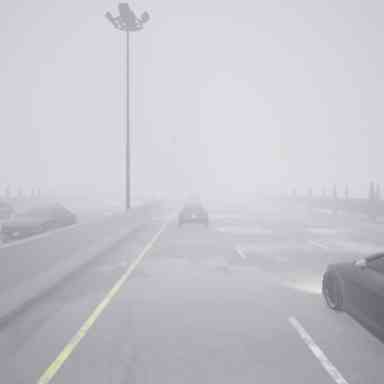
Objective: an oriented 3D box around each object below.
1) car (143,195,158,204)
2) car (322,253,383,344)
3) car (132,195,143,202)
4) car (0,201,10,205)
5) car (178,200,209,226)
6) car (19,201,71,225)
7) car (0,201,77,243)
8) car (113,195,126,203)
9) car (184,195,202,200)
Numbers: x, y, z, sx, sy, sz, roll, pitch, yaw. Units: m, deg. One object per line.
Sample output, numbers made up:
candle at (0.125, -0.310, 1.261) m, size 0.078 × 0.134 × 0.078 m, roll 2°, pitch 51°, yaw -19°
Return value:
car at (-7.053, 1.268, 59.137) m, size 1.837 × 1.490 × 4.892 m, roll 0°, pitch 0°, yaw 1°
car at (3.587, 1.543, 4.993) m, size 1.994 × 1.385 × 4.181 m, roll 0°, pitch 0°, yaw 0°
car at (-10.524, 1.298, 65.234) m, size 1.994 × 1.385 × 4.181 m, roll 0°, pitch 0°, yaw 0°
car at (-14.103, 1.414, 23.126) m, size 1.837 × 1.490 × 4.892 m, roll 0°, pitch 0°, yaw 0°
car at (0.095, 1.472, 22.704) m, size 1.994 × 1.385 × 4.181 m, roll 0°, pitch 0°, yaw 0°
car at (-10.603, 1.429, 24.411) m, size 1.812 × 1.442 × 4.674 m, roll 0°, pitch 0°, yaw 0°
car at (-7.103, 1.415, 15.920) m, size 1.882 × 1.535 × 5.008 m, roll 0°, pitch 0°, yaw 0°
car at (-14.028, 1.244, 64.510) m, size 2.128 × 1.511 × 4.902 m, roll 0°, pitch 0°, yaw 0°
car at (0.089, 1.189, 40.506) m, size 2.097 × 1.767 × 4.553 m, roll 0°, pitch 0°, yaw 0°
